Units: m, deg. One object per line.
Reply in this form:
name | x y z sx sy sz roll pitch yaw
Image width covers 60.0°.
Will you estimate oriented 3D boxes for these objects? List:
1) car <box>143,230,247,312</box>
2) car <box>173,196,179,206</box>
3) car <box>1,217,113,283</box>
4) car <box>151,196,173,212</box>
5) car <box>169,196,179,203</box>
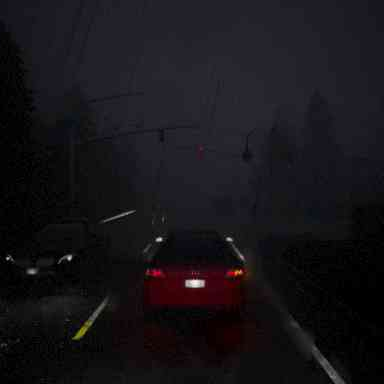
car | 0.056 1.562 7.795 1.994 1.385 4.181 0 0 0
car | -3.737 1.534 54.522 2.033 1.411 5.357 0 0 0
car | -3.612 1.523 9.822 1.812 1.442 4.674 0 0 0
car | -3.706 1.482 39.201 2.128 1.511 4.902 0 0 0
car | -3.688 1.577 69.744 1.895 1.301 4.718 0 0 0
